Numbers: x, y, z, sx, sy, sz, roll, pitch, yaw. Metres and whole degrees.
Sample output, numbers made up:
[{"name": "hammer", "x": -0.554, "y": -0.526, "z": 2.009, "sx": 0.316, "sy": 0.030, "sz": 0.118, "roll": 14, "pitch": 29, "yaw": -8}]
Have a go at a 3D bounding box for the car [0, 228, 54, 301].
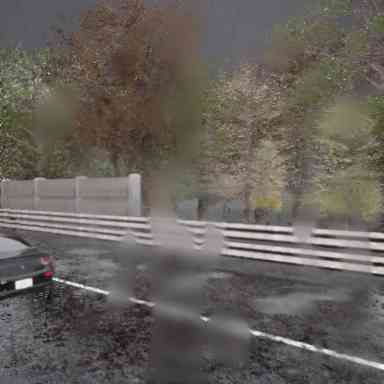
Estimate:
[{"name": "car", "x": -4.935, "y": 1.501, "z": 7.394, "sx": 4.674, "sy": 1.442, "sz": 1.812, "roll": 0, "pitch": 0, "yaw": 35}]
